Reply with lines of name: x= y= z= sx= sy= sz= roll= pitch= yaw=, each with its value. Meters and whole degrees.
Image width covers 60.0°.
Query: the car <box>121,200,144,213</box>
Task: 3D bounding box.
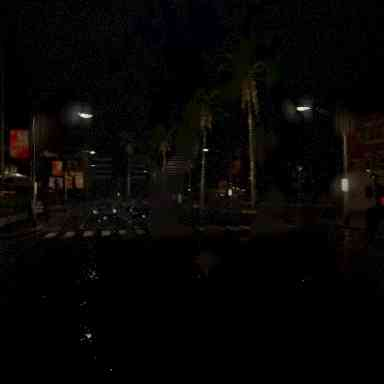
car: x=-7.702 y=2.053 z=42.717 sx=1.895 sy=1.301 sz=4.718 roll=0 pitch=-1 yaw=-15

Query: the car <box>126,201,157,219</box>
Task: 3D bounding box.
car: x=-5.174 y=1.895 z=33.468 sx=2.033 sy=1.411 sz=5.357 roll=0 pitch=-1 yaw=-15

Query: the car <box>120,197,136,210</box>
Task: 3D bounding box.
car: x=-10.558 y=1.792 z=53.052 sx=2.150 sy=2.045 sz=5.566 roll=0 pitch=-1 yaw=-16

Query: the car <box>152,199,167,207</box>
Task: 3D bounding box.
car: x=-6.085 y=2.141 z=63.096 sx=1.812 sy=1.442 sz=4.674 roll=0 pitch=-1 yaw=-19

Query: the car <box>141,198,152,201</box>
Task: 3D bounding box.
car: x=-9.227 y=2.136 z=61.418 sx=1.837 sy=1.490 sz=4.892 roll=0 pitch=-1 yaw=-19

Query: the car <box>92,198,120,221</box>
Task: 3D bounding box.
car: x=-8.174 y=1.708 z=31.162 sx=2.097 sy=1.767 sz=4.553 roll=0 pitch=-1 yaw=-15

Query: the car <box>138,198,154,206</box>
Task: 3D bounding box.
car: x=-10.025 y=2.120 z=72.506 sx=1.882 sy=1.535 sz=5.008 roll=0 pitch=-1 yaw=-27

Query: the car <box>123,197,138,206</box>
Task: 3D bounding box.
car: x=-13.159 y=2.018 z=70.949 sx=2.097 sy=1.767 sz=4.553 roll=0 pitch=-1 yaw=-27
